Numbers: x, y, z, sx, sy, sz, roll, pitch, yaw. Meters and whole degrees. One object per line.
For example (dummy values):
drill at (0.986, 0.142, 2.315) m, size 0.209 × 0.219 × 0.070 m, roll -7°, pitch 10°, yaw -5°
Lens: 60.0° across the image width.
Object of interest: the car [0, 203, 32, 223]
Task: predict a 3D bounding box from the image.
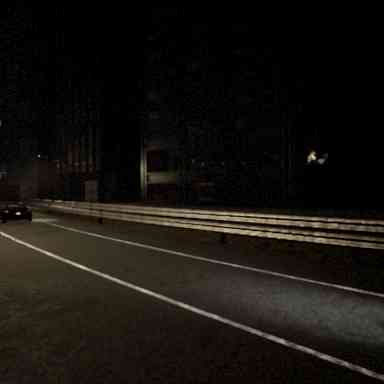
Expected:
car at (-13.534, 1.499, 25.190) m, size 1.994 × 1.385 × 4.181 m, roll 0°, pitch 0°, yaw -38°
